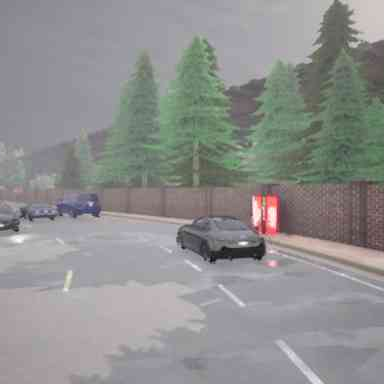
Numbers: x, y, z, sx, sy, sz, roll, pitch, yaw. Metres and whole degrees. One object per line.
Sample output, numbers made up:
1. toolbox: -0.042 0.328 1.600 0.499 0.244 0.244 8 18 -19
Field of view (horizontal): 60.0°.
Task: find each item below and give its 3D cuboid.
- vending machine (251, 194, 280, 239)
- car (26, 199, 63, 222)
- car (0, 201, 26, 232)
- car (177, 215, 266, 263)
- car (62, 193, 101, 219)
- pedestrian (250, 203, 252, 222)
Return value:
1. vending machine: 3.606 1.150 16.367 1.100 2.100 0.880 0 0 -25
2. car: -12.198 1.476 25.956 2.033 1.411 5.357 0 0 -40
3. car: -11.050 1.454 18.770 1.837 1.490 4.892 0 0 -38
4. car: 0.881 1.530 11.990 1.994 1.385 4.181 0 0 -19
5. car: -9.779 1.143 28.485 2.150 2.045 5.566 0 0 -40
6. pedestrian: 3.190 1.093 17.243 0.375 1.860 0.375 0 0 -26
